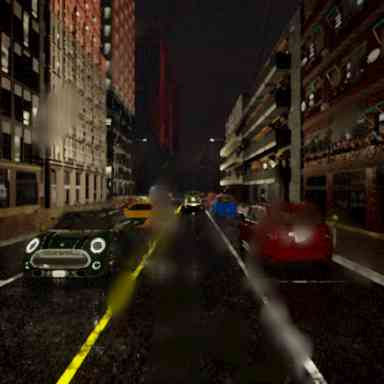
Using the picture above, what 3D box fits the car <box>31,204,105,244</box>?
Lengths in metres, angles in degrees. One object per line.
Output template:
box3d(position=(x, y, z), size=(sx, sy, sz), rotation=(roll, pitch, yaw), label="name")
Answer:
box3d(position=(-5.691, 1.406, 16.002), size=(1.752, 1.417, 4.829), rotation=(0, 0, 0), label="car")

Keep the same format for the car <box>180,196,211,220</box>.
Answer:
box3d(position=(0.102, 1.300, 25.842), size=(2.128, 1.511, 4.902), rotation=(0, 1, 0), label="car")

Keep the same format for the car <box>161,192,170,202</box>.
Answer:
box3d(position=(-5.686, 1.114, 60.578), size=(2.008, 1.369, 4.403), rotation=(0, 0, 0), label="car")

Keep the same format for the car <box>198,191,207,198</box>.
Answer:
box3d(position=(2.696, 0.690, 88.331), size=(2.192, 1.841, 5.009), rotation=(0, 0, 0), label="car")

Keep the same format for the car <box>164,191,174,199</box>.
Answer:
box3d(position=(-5.684, 0.727, 82.780), size=(2.192, 1.841, 5.009), rotation=(0, 0, 0), label="car")

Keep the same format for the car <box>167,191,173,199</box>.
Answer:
box3d(position=(-5.685, 1.069, 71.680), size=(1.802, 1.307, 4.206), rotation=(0, 0, 0), label="car")

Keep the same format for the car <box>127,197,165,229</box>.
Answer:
box3d(position=(-2.998, 1.326, 20.362), size=(1.882, 1.535, 5.008), rotation=(0, 0, 0), label="car")

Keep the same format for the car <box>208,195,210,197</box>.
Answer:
box3d(position=(2.692, 1.308, 32.824), size=(2.008, 1.369, 4.403), rotation=(0, 0, 0), label="car")

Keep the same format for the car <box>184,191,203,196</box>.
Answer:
box3d(position=(0.108, 0.897, 44.598), size=(2.150, 2.045, 5.566), rotation=(0, 1, 0), label="car")

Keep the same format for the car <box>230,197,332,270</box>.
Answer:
box3d(position=(2.689, 1.235, 10.620), size=(2.192, 1.841, 5.009), rotation=(0, 0, 0), label="car")

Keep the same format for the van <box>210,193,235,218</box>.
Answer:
box3d(position=(2.690, 1.138, 27.273), size=(1.690, 1.788, 3.998), rotation=(0, 0, 0), label="van")

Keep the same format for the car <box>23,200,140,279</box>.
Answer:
box3d(position=(-3.051, 1.277, 9.914), size=(2.097, 1.767, 4.553), rotation=(0, 0, 1), label="car")

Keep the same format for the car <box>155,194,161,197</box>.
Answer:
box3d(position=(-5.688, 1.229, 43.926), size=(2.008, 1.369, 4.403), rotation=(0, 0, 0), label="car")

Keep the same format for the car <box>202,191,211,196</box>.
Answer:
box3d(position=(2.691, 1.033, 38.374), size=(2.192, 1.841, 5.009), rotation=(0, 0, 0), label="car")

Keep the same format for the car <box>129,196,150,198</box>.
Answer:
box3d(position=(-5.689, 1.198, 32.823), size=(1.967, 1.590, 4.097), rotation=(0, 0, 0), label="car")
